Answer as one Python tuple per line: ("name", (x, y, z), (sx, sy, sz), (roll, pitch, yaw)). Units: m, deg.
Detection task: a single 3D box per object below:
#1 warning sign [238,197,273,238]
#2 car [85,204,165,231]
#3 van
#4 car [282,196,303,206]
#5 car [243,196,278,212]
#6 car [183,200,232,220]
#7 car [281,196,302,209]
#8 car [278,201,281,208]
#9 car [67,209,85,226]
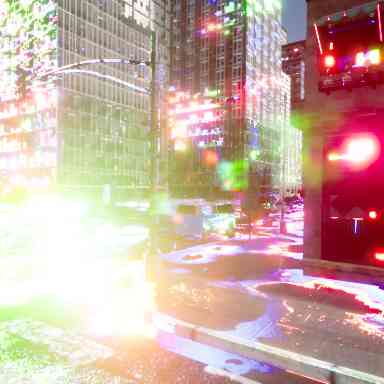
("warning sign", (3.071, 1.177, 16.130), (1.300, 1.860, 1.060), (1, 1, 35))
("car", (-3.844, 1.541, 20.505), (1.895, 1.301, 4.718), (1, 1, 35))
("van", (0.787, 1.368, 17.017), (1.690, 1.788, 3.998), (1, 1, 35))
("car", (16.184, 1.364, 53.349), (1.752, 1.417, 4.829), (1, 1, 35))
("car", (7.242, 1.383, 36.181), (1.882, 1.535, 5.008), (1, 1, 35))
("car", (1.411, 1.448, 27.942), (1.812, 1.442, 4.674), (1, 1, 35))
("car", (13.067, 1.438, 44.354), (2.033, 1.411, 5.357), (1, 1, 36))
("car", (9.898, 1.294, 44.448), (1.967, 1.590, 4.097), (1, 1, 35))
("car", (-6.061, 1.467, 21.854), (1.947, 1.339, 4.313), (1, 1, 35))
